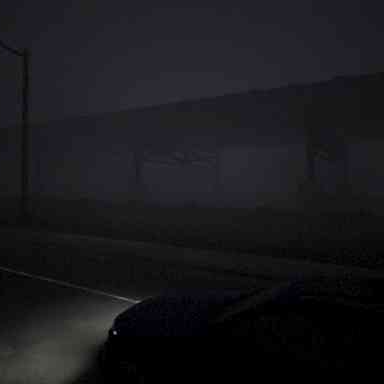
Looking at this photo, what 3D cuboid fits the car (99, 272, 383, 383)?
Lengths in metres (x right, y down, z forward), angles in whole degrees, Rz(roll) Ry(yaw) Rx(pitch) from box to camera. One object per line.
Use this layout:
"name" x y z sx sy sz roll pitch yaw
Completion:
"car" 1.187 1.513 3.006 4.674 1.442 1.812 0 0 35
